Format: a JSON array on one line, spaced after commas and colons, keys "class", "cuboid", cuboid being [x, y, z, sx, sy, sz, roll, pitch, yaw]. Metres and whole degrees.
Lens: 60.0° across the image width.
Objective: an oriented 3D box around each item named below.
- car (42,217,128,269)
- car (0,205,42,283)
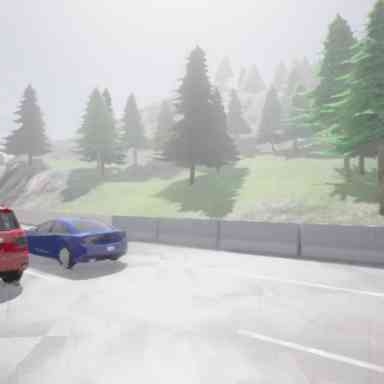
[{"class": "car", "cuboid": [-4.398, 1.618, 11.821, 5.008, 1.535, 1.882, -1, -1, 40]}, {"class": "car", "cuboid": [-6.527, 1.363, 9.035, 5.566, 2.045, 2.150, -1, 0, 40]}]
